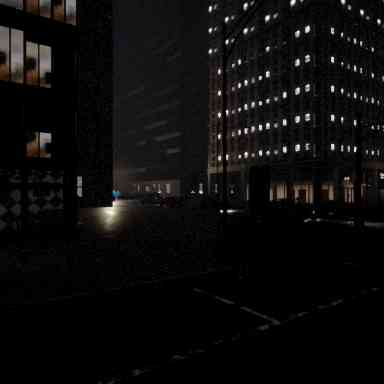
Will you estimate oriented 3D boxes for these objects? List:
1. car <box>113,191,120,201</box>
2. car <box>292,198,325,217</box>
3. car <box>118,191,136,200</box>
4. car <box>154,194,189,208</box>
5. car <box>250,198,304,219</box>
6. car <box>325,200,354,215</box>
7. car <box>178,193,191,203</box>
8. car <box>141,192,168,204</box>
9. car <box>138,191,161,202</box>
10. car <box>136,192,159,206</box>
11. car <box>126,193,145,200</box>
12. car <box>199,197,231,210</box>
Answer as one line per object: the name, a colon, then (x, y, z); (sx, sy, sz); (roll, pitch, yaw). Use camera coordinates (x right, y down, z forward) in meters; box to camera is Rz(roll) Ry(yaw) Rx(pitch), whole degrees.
car: (-15.008, 0.919, 58.874); (1.887, 1.381, 4.507); (1, 0, -35)
car: (8.292, 1.298, 28.268); (2.128, 1.511, 4.902); (0, 1, -32)
car: (-13.144, 0.876, 65.716); (1.994, 1.385, 4.181); (0, 1, -36)
car: (-2.509, 1.211, 40.500); (1.802, 1.307, 4.206); (1, 0, -33)
car: (6.389, 1.399, 26.546); (1.802, 1.307, 4.206); (1, 0, -32)
car: (13.007, 1.377, 31.239); (1.802, 1.307, 4.206); (1, 0, -32)
car: (-1.892, 0.926, 54.336); (1.967, 1.590, 4.097); (1, 0, -35)
car: (-5.662, 0.866, 49.979); (2.097, 1.767, 4.553); (0, 1, -34)
car: (-7.324, 0.779, 57.543); (2.097, 1.767, 4.553); (0, 1, -35)
car: (-5.459, 1.094, 44.996); (1.752, 1.417, 4.829); (1, 0, -33)
car: (-11.540, 0.864, 67.781); (1.947, 1.339, 4.313); (1, 0, -36)
car: (2.536, 1.249, 37.396); (1.994, 1.385, 4.181); (0, 1, -32)
